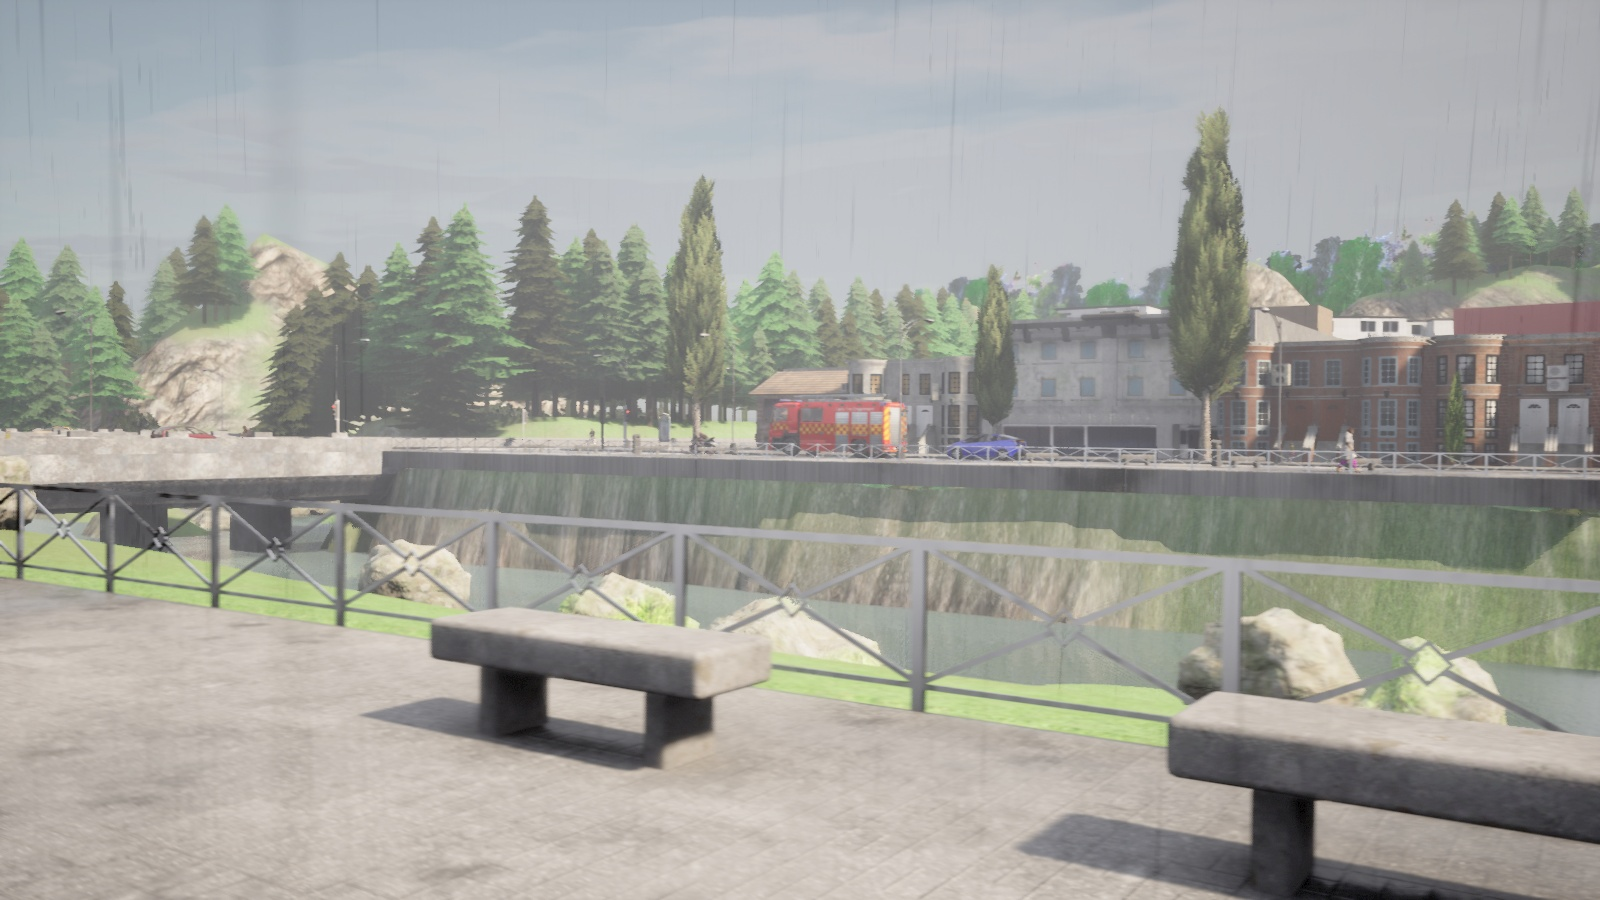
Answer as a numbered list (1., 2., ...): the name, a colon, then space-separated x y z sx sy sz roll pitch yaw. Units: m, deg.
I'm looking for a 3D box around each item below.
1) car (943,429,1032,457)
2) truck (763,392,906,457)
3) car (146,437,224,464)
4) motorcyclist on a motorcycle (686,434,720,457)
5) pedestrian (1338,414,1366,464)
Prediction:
1. car: 10.611 -0.390 71.188 4.514 1.525 2.007 0 1 34
2. truck: 2.069 -1.501 76.836 8.468 3.827 2.891 0 1 34
3. car: -36.385 0.025 74.374 1.789 1.549 3.705 0 1 34
4. motorcyclist on a motorcycle: -6.368 -0.301 82.462 2.191 1.530 0.866 0 1 34
5. pedestrian: 21.943 -0.439 49.949 0.873 1.952 0.659 0 1 38
